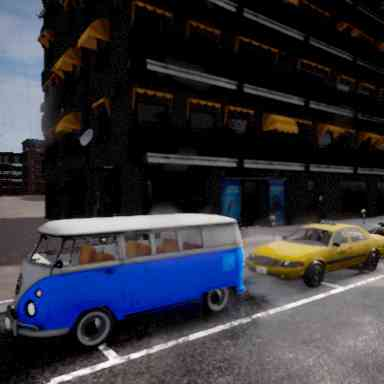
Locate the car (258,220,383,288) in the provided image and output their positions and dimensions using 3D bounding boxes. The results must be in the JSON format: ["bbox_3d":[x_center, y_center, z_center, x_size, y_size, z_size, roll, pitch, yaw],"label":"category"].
[{"bbox_3d":[3.577,1.473,9.124,4.829,1.417,1.752,0,0,-36],"label":"car"}]

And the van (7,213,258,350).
[{"bbox_3d":[-0.892,1.324,5.927,3.998,1.788,1.690,0,0,-36],"label":"van"}]
